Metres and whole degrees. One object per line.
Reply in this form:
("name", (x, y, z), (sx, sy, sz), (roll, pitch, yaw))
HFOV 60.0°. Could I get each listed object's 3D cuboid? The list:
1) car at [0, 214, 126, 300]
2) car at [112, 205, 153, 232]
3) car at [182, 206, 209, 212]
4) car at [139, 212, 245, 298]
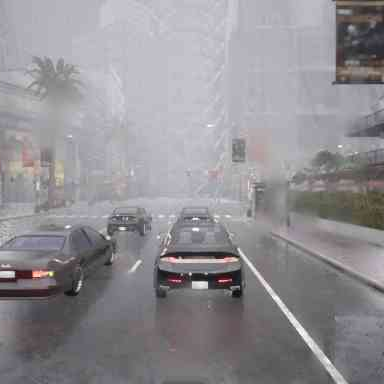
("car", (-3.359, 1.547, 8.571), (2.033, 1.411, 5.357), (0, 0, 0))
("car", (-3.316, 1.505, 18.315), (1.837, 1.490, 4.892), (0, 0, 0))
("car", (0.180, 1.505, 17.935), (1.837, 1.490, 4.892), (0, 0, 0))
("car", (0.148, 1.492, 8.518), (2.128, 1.511, 4.902), (0, 0, 0))
